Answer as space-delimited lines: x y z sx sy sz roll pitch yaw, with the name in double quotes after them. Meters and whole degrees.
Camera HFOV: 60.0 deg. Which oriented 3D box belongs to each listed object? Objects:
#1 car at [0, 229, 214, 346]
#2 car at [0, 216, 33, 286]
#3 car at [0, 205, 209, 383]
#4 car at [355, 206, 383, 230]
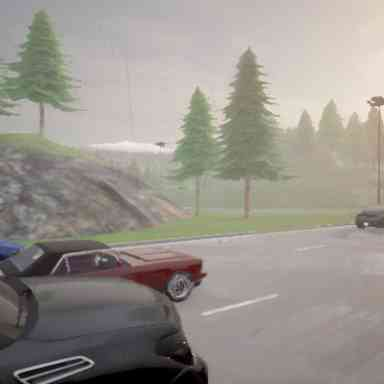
-1.997 1.614 6.619 4.718 1.301 1.895 0 0 -36 "car"
-6.580 1.471 7.650 5.008 1.535 1.882 0 0 -36 "car"
-2.511 1.217 1.953 5.566 2.045 2.150 0 0 -36 "car"
12.286 1.646 21.110 4.892 1.490 1.837 0 0 -36 "car"
